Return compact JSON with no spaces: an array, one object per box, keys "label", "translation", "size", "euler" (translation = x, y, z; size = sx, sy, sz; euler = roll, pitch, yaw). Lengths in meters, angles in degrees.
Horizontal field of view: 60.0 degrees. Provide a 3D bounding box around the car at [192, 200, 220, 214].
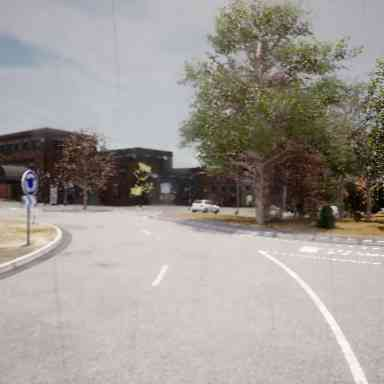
[{"label":"car","translation":[2.171,2.344,50.773],"size":[2.150,2.045,5.566],"euler":[1,-4,35]}]
